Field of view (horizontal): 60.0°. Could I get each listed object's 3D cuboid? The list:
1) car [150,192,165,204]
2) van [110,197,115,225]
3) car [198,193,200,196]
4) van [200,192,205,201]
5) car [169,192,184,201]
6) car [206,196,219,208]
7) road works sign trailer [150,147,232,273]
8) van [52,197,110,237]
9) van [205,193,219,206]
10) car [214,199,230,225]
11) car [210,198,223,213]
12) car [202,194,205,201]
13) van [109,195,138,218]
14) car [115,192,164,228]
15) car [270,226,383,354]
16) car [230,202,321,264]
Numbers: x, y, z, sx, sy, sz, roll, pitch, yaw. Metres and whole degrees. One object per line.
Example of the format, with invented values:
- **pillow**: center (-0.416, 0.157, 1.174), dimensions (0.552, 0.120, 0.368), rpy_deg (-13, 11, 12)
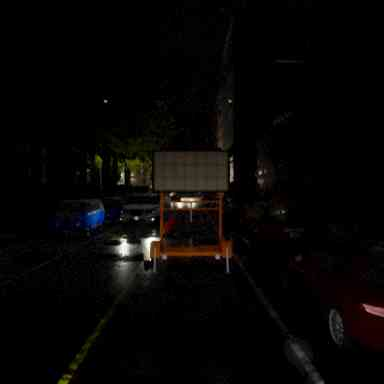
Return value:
- **car**: center (-5.829, 0.991, 56.740), dimensions (2.192, 1.841, 5.009), rpy_deg (0, 0, 0)
- **van**: center (-5.734, 1.224, 22.793), dimensions (1.690, 1.788, 3.998), rpy_deg (0, 0, 0)
- **car**: center (2.680, 1.203, 62.466), dimensions (1.947, 1.339, 4.313), rpy_deg (0, 0, 0)
- **van**: center (2.696, 1.017, 56.805), dimensions (1.690, 1.788, 3.998), rpy_deg (0, 0, 0)
- **car**: center (-3.190, 1.146, 67.242), dimensions (1.812, 1.442, 4.674), rpy_deg (0, 0, 0)
- **car**: center (2.760, 1.399, 34.165), dimensions (1.802, 1.307, 4.206), rpy_deg (0, 0, 0)
- **road works sign trailer**: center (-0.027, 0.413, 10.463), dimensions (2.380, 3.560, 2.880), rpy_deg (0, 0, 0)
- **van**: center (-5.717, 1.255, 17.136), dimensions (1.690, 1.788, 3.998), rpy_deg (0, 0, 0)
- **van**: center (2.744, 1.124, 39.824), dimensions (1.690, 1.788, 3.998), rpy_deg (0, 0, 0)
- **car**: center (2.792, 1.427, 22.844), dimensions (1.887, 1.381, 4.507), rpy_deg (0, 0, 0)
- **car**: center (2.777, 1.432, 28.504), dimensions (1.802, 1.307, 4.206), rpy_deg (0, 0, 0)
- **car**: center (2.728, 1.293, 45.485), dimensions (1.887, 1.381, 4.507), rpy_deg (0, 0, 0)
- **van**: center (-5.749, 1.192, 28.451), dimensions (1.690, 1.788, 3.998), rpy_deg (0, 0, 0)
- **car**: center (-3.159, 1.111, 21.596), dimensions (2.150, 2.045, 5.566), rpy_deg (0, 0, 0)
- **car**: center (2.840, 1.553, 5.863), dimensions (1.802, 1.307, 4.206), rpy_deg (0, 0, 0)
- **car**: center (2.823, 1.258, 11.522), dimensions (2.192, 1.841, 5.009), rpy_deg (0, 0, 0)
